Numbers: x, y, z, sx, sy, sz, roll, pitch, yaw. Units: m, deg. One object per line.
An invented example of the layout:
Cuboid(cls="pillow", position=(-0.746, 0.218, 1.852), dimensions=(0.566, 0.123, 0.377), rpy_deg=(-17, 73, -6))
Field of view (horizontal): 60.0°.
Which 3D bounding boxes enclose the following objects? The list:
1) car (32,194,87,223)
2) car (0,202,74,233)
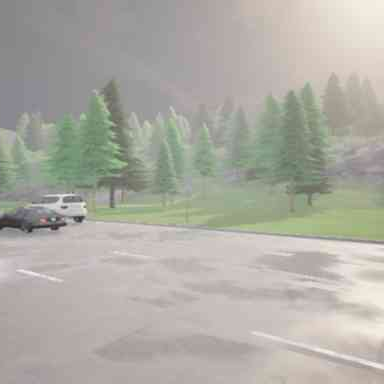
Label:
Cuboid(cls="car", position=(-9.952, 1.197, 23.992), dimensions=(5.566, 2.045, 2.150), rpy_deg=(-1, -1, 36))
Cuboid(cls="car", position=(-9.514, 1.532, 19.380), dimensions=(5.357, 1.411, 2.033), rpy_deg=(0, 0, 36))
